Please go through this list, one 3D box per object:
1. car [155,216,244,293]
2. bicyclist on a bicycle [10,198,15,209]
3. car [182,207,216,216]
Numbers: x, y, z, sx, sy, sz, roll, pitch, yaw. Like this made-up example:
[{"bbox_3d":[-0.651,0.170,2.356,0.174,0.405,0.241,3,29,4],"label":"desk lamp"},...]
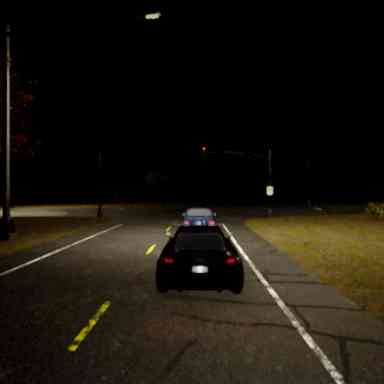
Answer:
[{"bbox_3d":[0.195,1.564,8.873,1.994,1.385,4.181,0,0,1],"label":"car"},{"bbox_3d":[-25.499,1.607,46.904,0.582,1.620,1.656,-1,0,5],"label":"bicyclist on a bicycle"},{"bbox_3d":[0.404,1.544,18.861,2.033,1.411,5.357,0,0,2],"label":"car"}]
